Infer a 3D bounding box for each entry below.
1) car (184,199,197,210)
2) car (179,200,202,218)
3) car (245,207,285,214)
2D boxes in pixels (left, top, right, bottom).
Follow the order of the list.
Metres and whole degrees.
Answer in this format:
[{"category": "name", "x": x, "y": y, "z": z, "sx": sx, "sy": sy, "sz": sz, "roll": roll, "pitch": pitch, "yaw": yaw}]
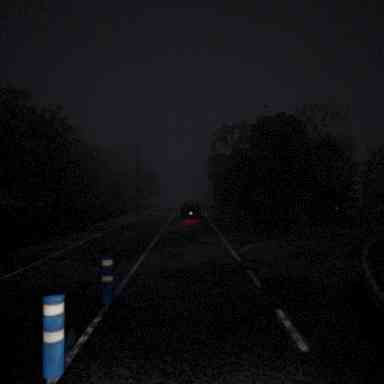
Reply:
[{"category": "car", "x": -0.216, "y": 1.886, "z": 50.227, "sx": 1.895, "sy": 1.301, "sz": 4.718, "roll": 1, "pitch": 1, "yaw": 0}, {"category": "car", "x": -0.113, "y": 1.568, "z": 31.151, "sx": 1.837, "sy": 1.490, "sz": 4.892, "roll": 0, "pitch": 0, "yaw": 0}, {"category": "car", "x": 8.146, "y": 1.655, "z": 36.005, "sx": 1.895, "sy": 1.301, "sz": 4.718, "roll": 7, "pitch": -5, "yaw": -44}]
